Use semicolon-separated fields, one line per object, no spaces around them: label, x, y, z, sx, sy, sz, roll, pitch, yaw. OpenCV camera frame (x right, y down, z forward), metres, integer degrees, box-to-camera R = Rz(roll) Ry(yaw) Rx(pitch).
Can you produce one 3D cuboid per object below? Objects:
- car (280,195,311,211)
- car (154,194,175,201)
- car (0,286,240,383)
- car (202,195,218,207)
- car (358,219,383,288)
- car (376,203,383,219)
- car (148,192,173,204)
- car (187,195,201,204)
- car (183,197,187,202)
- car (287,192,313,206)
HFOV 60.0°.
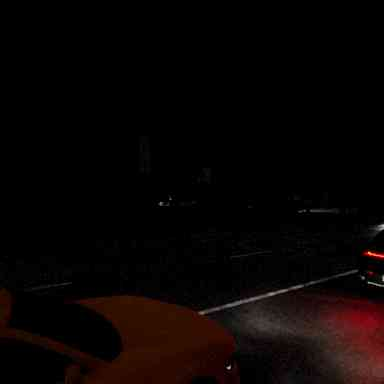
car;10.564;1.349;36.973;1.994;1.385;4.181;-1;0;-38
car;-6.220;1.235;74.781;2.128;1.511;4.902;-1;0;-38
car;-1.837;1.478;2.419;5.008;1.535;1.882;0;0;-36
car;3.860;1.293;45.304;1.837;1.490;4.892;-1;1;-39
car;5.869;1.468;7.951;4.892;1.490;1.837;0;0;-36
car;14.721;1.384;24.125;1.994;1.385;4.181;0;1;20
car;-6.082;1.021;57.703;2.150;2.045;5.566;-1;0;-38
car;1.969;1.254;53.240;2.128;1.511;4.902;-1;0;-39
car;0.129;1.306;67.003;1.895;1.301;4.718;-1;0;-39
car;11.978;0.976;40.798;2.150;2.045;5.566;-1;0;-39
